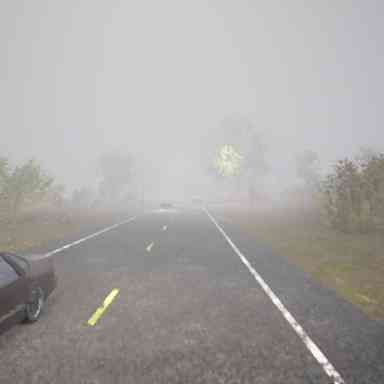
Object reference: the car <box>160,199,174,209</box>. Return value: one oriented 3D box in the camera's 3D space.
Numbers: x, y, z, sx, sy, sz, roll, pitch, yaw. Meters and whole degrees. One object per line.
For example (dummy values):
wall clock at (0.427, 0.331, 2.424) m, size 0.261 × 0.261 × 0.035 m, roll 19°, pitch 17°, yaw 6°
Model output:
car at (-3.566, 1.722, 47.916) m, size 1.895 × 1.301 × 4.718 m, roll 0°, pitch 0°, yaw 0°

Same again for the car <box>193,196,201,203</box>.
car at (1.066, 1.660, 75.255) m, size 1.882 × 1.535 × 5.008 m, roll 0°, pitch 0°, yaw 0°

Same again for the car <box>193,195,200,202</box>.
car at (1.067, 1.651, 81.447) m, size 1.801 × 1.575 × 5.366 m, roll 0°, pitch 0°, yaw 0°

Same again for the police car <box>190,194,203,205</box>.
police car at (1.064, 1.586, 65.364) m, size 1.930 × 1.638 × 5.238 m, roll 0°, pitch 0°, yaw 0°

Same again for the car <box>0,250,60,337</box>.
car at (-3.598, 1.561, 4.438) m, size 2.033 × 1.411 × 5.357 m, roll 0°, pitch 0°, yaw 0°
